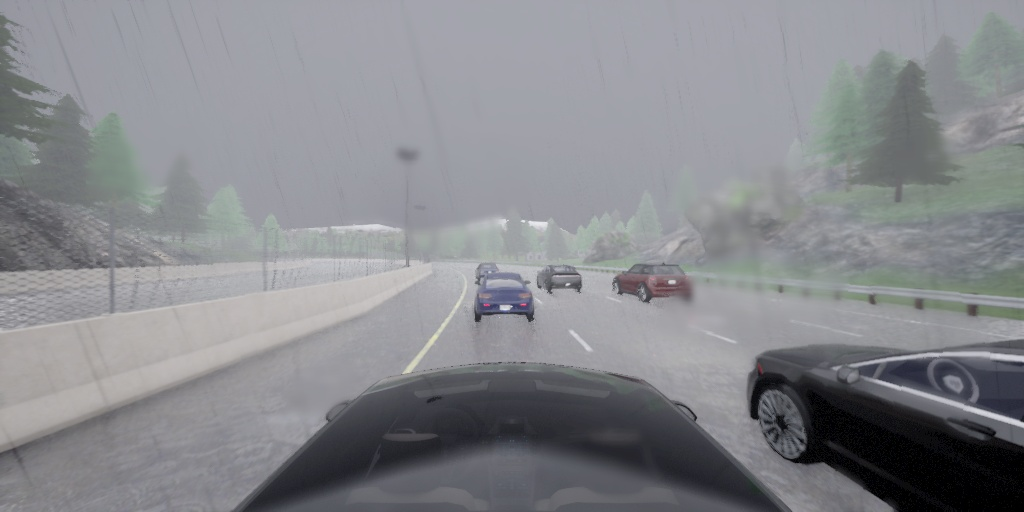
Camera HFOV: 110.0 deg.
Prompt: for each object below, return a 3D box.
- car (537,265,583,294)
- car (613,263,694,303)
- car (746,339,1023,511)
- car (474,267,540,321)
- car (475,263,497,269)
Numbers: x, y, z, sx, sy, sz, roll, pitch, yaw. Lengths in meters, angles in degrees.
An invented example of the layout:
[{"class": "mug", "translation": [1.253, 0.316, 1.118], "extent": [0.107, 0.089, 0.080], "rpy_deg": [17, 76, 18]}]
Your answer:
[{"class": "car", "translation": [2.589, 1.239, 20.450], "extent": [2.128, 1.511, 4.902], "rpy_deg": [0, 0, -5]}, {"class": "car", "translation": [6.407, 1.091, 16.788], "extent": [2.097, 1.767, 4.553], "rpy_deg": [0, 0, -4]}, {"class": "car", "translation": [3.526, 1.234, 2.033], "extent": [2.128, 1.511, 4.902], "rpy_deg": [0, 0, 0]}, {"class": "car", "translation": [-0.310, 1.278, 12.343], "extent": [1.812, 1.442, 4.674], "rpy_deg": [0, 0, -3]}, {"class": "car", "translation": [-2.095, 1.306, 30.364], "extent": [2.033, 1.411, 5.357], "rpy_deg": [0, 0, -8]}]
